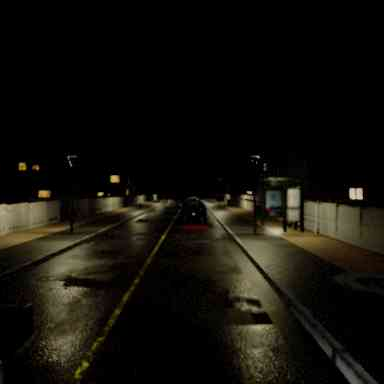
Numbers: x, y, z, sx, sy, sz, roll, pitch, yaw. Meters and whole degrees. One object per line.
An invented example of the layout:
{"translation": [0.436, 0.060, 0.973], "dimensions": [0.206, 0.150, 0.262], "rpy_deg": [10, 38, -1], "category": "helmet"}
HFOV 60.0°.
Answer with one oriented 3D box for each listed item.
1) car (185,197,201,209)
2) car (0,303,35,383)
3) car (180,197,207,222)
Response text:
{"translation": [0.112, 1.338, 41.976], "dimensions": [1.812, 1.442, 4.674], "rpy_deg": [0, 0, 0], "category": "car"}
{"translation": [-2.841, 1.589, 1.813], "dimensions": [1.895, 1.301, 4.718], "rpy_deg": [0, 0, 0], "category": "car"}
{"translation": [0.111, 1.340, 24.911], "dimensions": [1.882, 1.535, 5.008], "rpy_deg": [0, 0, 0], "category": "car"}
